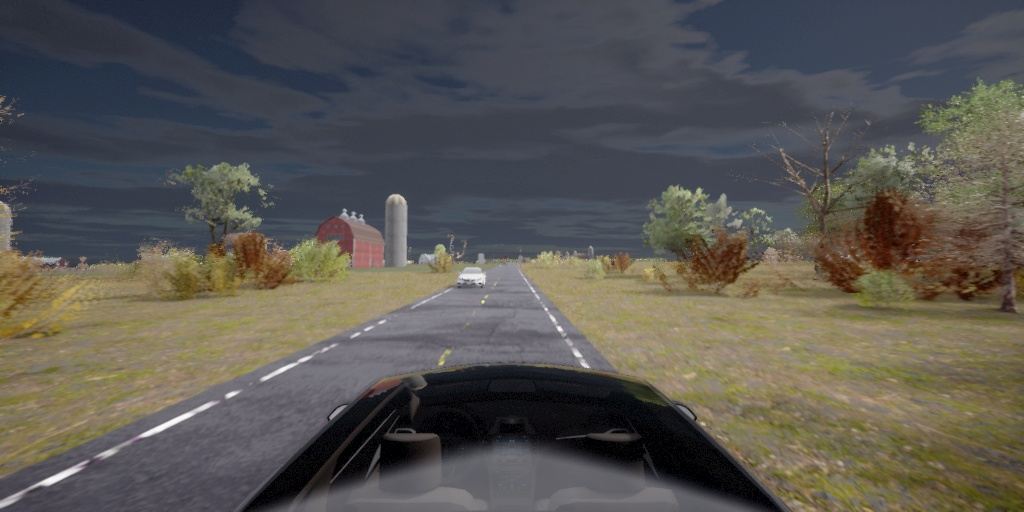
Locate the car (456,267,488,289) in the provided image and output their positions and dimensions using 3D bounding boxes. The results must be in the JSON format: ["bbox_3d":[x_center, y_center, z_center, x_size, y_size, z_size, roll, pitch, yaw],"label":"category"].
[{"bbox_3d":[-2.855,1.546,26.132,1.812,1.442,4.674,0,-1,0],"label":"car"}]
